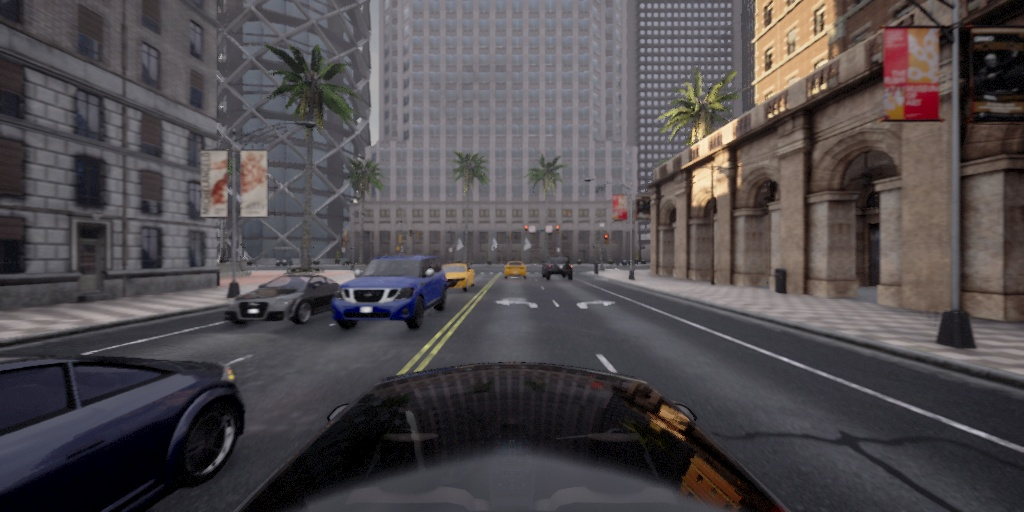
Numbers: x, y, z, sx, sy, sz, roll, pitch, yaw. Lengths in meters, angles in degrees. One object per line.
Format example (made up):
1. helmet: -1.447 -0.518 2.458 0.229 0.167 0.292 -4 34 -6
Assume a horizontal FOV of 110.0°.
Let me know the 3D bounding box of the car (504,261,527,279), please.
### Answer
1. car: 0.327 1.213 32.384 1.882 1.535 5.008 0 0 1

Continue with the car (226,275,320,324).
1. car: -7.058 1.314 11.784 1.994 1.385 4.181 0 0 0

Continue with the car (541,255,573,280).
1. car: 3.834 0.955 31.019 2.150 2.045 5.566 0 0 -1

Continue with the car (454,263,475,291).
1. car: -3.415 1.220 21.996 1.882 1.535 5.008 0 0 1

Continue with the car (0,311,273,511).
1. car: -3.599 1.316 1.793 1.994 1.385 4.181 0 0 -1

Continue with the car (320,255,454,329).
1. car: -3.552 0.969 11.630 2.150 2.045 5.566 0 0 1
